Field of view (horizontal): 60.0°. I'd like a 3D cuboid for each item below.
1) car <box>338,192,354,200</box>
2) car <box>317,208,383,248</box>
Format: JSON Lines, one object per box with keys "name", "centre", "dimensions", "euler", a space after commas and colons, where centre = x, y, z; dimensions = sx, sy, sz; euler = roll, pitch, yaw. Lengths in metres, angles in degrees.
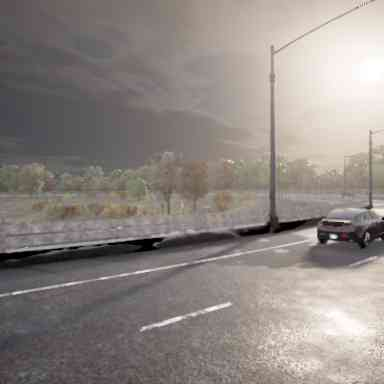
{"name": "car", "centre": [40.049, 1.106, 86.508], "dimensions": [2.150, 2.045, 5.566], "euler": [0, 0, 1]}
{"name": "car", "centre": [7.268, 1.485, 14.783], "dimensions": [1.837, 1.490, 4.892], "euler": [0, 0, 45]}
